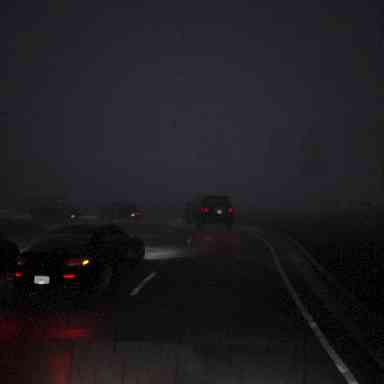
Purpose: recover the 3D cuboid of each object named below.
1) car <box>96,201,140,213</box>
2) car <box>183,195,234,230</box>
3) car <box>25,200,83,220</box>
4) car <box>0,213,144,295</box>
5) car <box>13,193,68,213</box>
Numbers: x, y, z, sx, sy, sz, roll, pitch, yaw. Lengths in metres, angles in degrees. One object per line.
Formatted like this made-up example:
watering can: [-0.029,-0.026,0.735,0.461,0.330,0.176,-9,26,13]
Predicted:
car: [-6.013,1.464,26.858,1.837,1.490,4.892,2,-1,-41]
car: [0.962,1.210,21.302,2.150,2.045,5.566,1,0,-12]
car: [-10.931,1.542,26.575,4.718,1.301,1.895,0,0,34]
car: [-2.607,1.510,8.634,1.812,1.442,4.674,0,0,6]
car: [-16.005,1.138,35.433,5.566,2.045,2.150,0,-1,6]
